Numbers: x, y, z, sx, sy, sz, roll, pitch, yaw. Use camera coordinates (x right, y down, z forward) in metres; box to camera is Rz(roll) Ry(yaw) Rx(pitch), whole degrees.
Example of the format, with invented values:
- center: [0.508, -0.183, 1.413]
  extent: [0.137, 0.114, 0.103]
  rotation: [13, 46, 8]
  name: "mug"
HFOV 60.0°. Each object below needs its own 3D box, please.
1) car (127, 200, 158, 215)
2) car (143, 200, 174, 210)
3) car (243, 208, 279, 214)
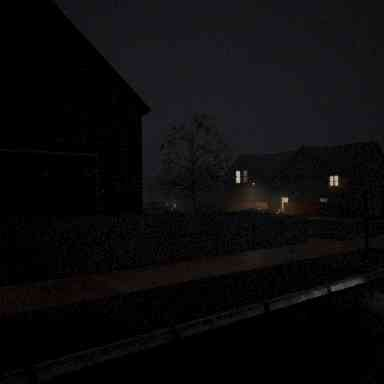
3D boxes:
- center: [-7.291, 2.192, 48.099]
  extent: [2.150, 2.045, 5.566]
  rotation: [-1, -1, -35]
  name: "car"
- center: [-4.268, 2.016, 38.857]
  extent: [2.150, 2.045, 5.566]
  rotation: [-1, -1, -36]
  name: "car"
- center: [5.308, 1.949, 25.371]
  extent: [2.033, 1.411, 5.357]
  rotation: [-1, -1, -35]
  name: "car"
